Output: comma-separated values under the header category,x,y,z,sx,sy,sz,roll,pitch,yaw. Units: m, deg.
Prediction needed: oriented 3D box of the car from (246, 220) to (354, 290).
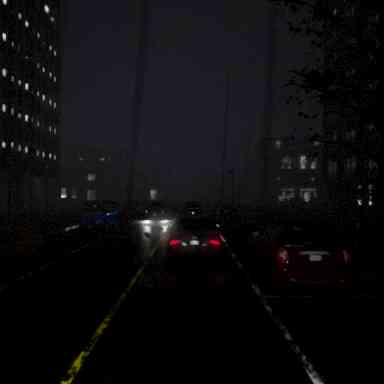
category,x,y,z,sx,sy,sz,roll,pitch,yaw
car,2.695,1.473,9.202,1.967,1.590,4.097,0,0,0

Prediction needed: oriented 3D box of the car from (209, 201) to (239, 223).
category,x,y,z,sx,sy,sz,roll,pitch,yaw
car,2.696,1.642,26.278,2.008,1.369,4.403,0,0,0

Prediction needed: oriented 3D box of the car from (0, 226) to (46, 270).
category,x,y,z,sx,sy,sz,roll,pitch,yaw
car,-5.686,1.557,9.048,1.752,1.417,4.829,0,0,0

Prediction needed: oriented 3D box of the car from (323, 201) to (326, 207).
category,x,y,z,sx,sy,sz,roll,pitch,yaw
car,23.649,1.870,54.972,4.206,1.307,1.802,0,-1,1

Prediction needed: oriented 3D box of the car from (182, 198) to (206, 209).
category,x,y,z,sx,sy,sz,roll,pitch,yaw
car,0.094,1.613,31.678,1.837,1.490,4.892,0,0,0

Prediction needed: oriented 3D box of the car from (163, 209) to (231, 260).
category,x,y,z,sx,sy,sz,roll,pitch,yaw
car,0.087,1.592,12.569,2.033,1.411,5.357,0,0,0

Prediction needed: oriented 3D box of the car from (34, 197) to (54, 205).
category,x,y,z,sx,sy,sz,roll,pitch,yaw
car,-25.409,1.613,55.765,4.403,1.369,2.008,0,-1,1

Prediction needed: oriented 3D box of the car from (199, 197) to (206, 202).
category,x,y,z,sx,sy,sz,roll,pitch,yaw
car,2.698,1.880,86.786,1.802,1.307,4.206,0,0,0

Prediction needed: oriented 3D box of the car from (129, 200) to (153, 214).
category,x,y,z,sx,sy,sz,roll,pitch,yaw
car,-5.684,1.680,37.679,2.008,1.369,4.403,0,0,0

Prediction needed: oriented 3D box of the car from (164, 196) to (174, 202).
category,x,y,z,sx,sy,sz,roll,pitch,yaw
car,-5.683,1.841,75.757,1.802,1.307,4.206,0,0,0

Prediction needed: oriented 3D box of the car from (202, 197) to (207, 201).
category,x,y,z,sx,sy,sz,roll,pitch,yaw
car,2.697,1.700,43.353,2.008,1.369,4.403,0,0,0

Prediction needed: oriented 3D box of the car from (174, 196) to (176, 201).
category,x,y,z,sx,sy,sz,roll,pitch,yaw
car,-5.683,1.848,86.800,2.008,1.369,4.403,0,0,0

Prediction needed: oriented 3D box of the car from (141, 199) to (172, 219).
category,x,y,z,sx,sy,sz,roll,pitch,yaw
car,-3.094,1.629,29.990,1.812,1.442,4.674,0,0,0

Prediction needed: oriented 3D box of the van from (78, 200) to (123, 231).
category,x,y,z,sx,sy,sz,roll,pitch,yaw
van,-5.684,1.412,20.604,1.690,1.788,3.998,0,0,0

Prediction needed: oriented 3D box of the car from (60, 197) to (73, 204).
category,x,y,z,sx,sy,sz,roll,pitch,yaw
car,-25.448,1.660,64.147,4.829,1.417,1.752,0,-1,1

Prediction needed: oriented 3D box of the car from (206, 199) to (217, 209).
category,x,y,z,sx,sy,sz,roll,pitch,yaw
car,2.696,1.655,31.969,1.887,1.381,4.507,0,0,0

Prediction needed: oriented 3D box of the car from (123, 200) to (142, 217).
category,x,y,z,sx,sy,sz,roll,pitch,yaw
car,-5.684,1.550,31.987,1.967,1.590,4.097,0,0,0

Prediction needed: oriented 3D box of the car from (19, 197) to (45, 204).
category,x,y,z,sx,sy,sz,roll,pitch,yaw
car,-30.815,1.694,64.229,4.206,1.307,1.802,0,-1,1
